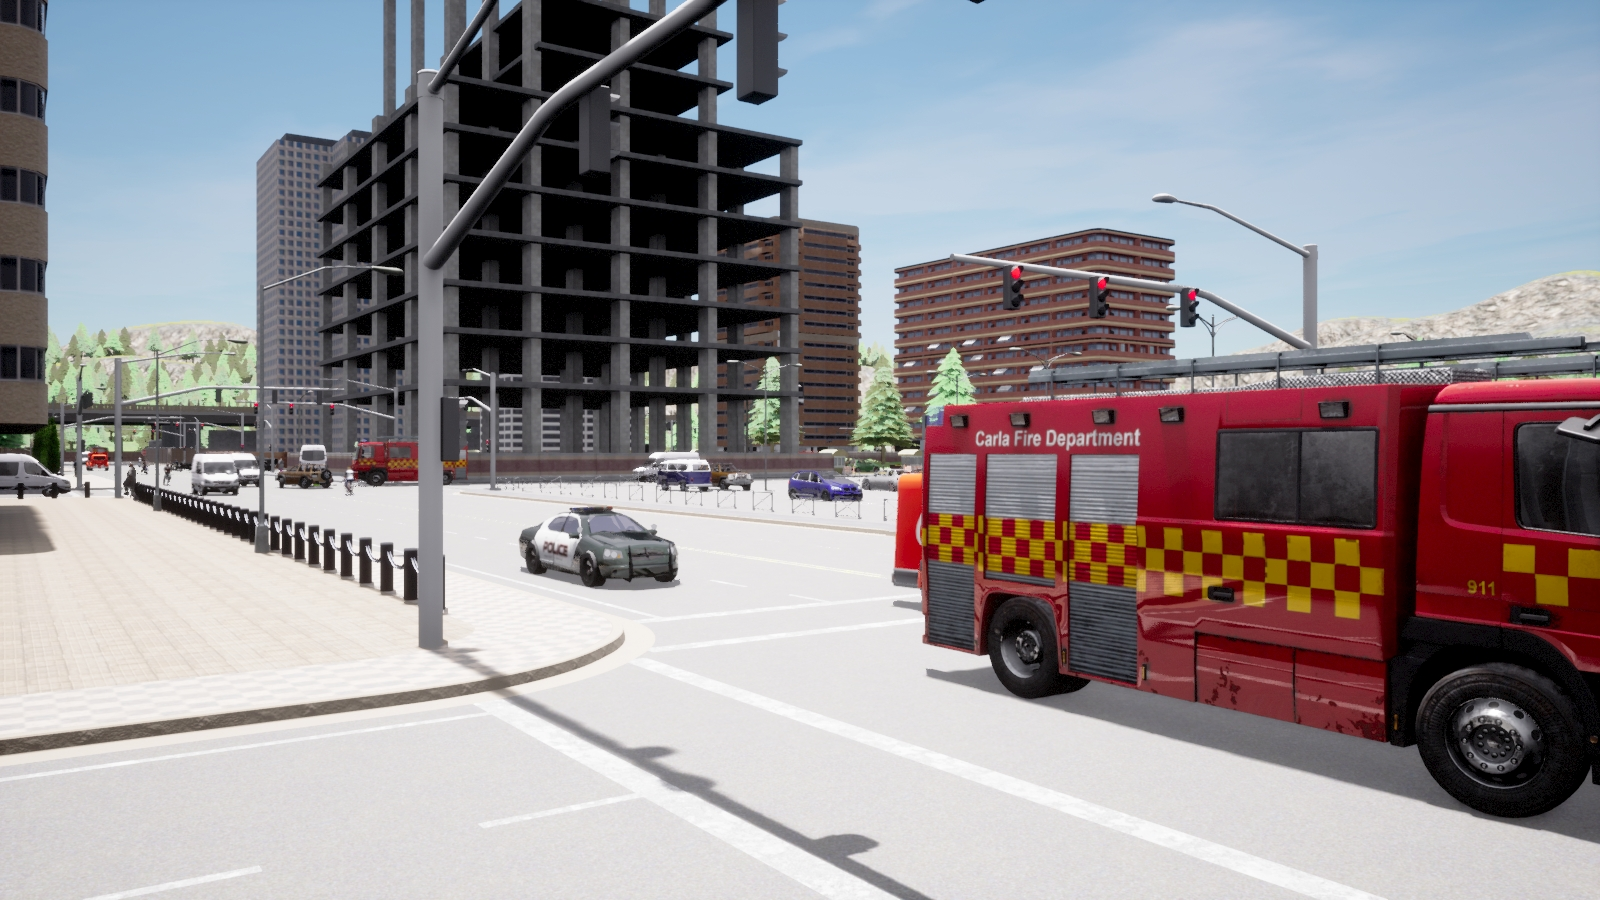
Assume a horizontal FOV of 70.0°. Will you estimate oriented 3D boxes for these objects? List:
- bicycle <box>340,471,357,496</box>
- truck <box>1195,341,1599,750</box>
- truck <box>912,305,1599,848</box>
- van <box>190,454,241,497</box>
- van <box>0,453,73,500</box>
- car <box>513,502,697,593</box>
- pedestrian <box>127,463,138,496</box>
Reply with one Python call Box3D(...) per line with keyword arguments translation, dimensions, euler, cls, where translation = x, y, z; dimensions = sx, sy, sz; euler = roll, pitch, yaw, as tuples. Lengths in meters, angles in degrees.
Box3D(translation=(-27.627, 2.046, 69.877), dimensions=(0.373, 1.496, 1.643), euler=(-1, 1, -43), cls="bicycle")
Box3D(translation=(8.450, 0.890, 11.981), dimensions=(2.891, 3.827, 8.468), euler=(0, 0, -27), cls="truck")
Box3D(translation=(4.970, 0.890, 11.623), dimensions=(2.891, 3.827, 8.468), euler=(0, 0, -34), cls="truck")
Box3D(translation=(-35.885, 1.508, 70.065), dimensions=(1.988, 2.561, 5.915), euler=(0, 0, -35), cls="van")
Box3D(translation=(-44.528, 1.479, 64.341), dimensions=(5.915, 2.561, 1.988), euler=(0, 0, -36), cls="van")
Box3D(translation=(-4.395, 2.037, 25.058), dimensions=(2.038, 1.542, 4.974), euler=(0, 0, -35), cls="car")
Box3D(translation=(-37.439, 1.667, 64.071), dimensions=(0.375, 1.860, 0.375), euler=(0, 0, 3), cls="pedestrian")
